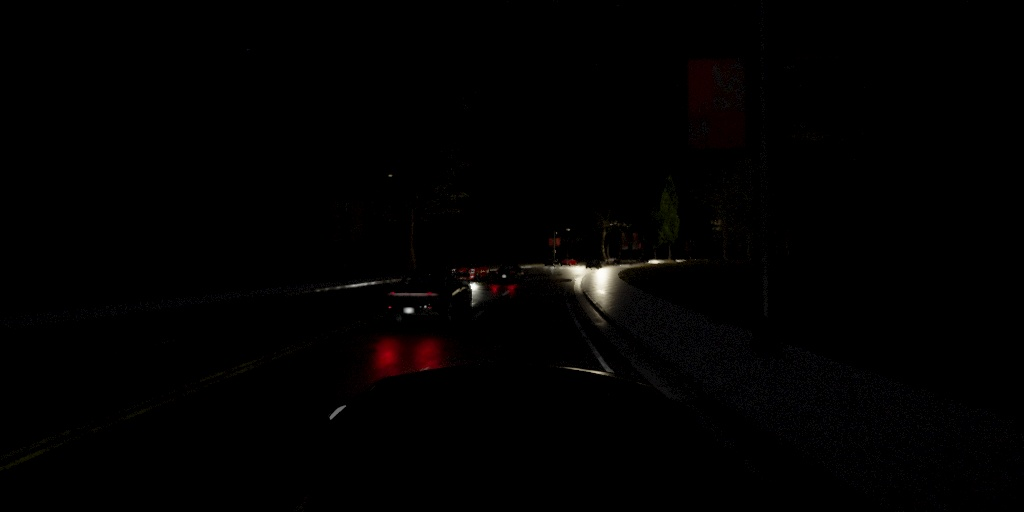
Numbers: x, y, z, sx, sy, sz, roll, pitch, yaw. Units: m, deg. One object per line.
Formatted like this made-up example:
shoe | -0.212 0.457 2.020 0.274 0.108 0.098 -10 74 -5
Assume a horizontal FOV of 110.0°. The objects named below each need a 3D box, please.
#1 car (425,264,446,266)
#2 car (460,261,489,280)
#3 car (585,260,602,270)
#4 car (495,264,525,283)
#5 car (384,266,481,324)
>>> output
car | -6.679 1.390 30.858 2.033 1.411 5.357 0 0 12
car | -3.468 1.191 30.085 2.097 1.767 4.553 0 0 12
car | 12.347 1.293 54.376 1.812 1.442 4.674 0 0 24
car | -0.136 1.360 29.287 1.812 1.442 4.674 0 0 12
car | -2.607 1.270 12.098 2.128 1.511 4.902 0 0 4
